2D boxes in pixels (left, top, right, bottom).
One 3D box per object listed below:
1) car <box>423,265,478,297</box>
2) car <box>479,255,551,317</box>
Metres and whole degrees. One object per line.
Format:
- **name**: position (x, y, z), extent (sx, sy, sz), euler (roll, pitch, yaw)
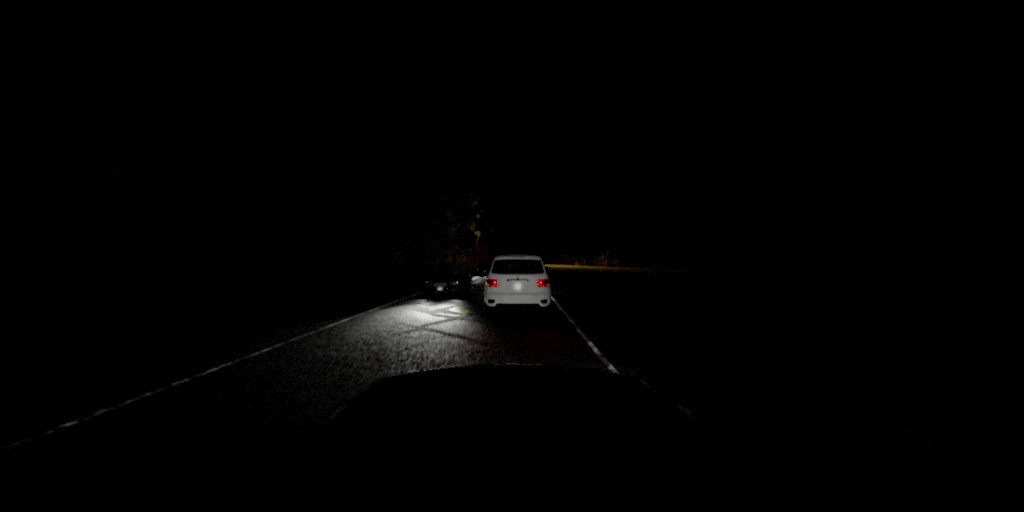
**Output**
- **car**: position (-3.264, 1.248, 18.902), extent (2.128, 1.511, 4.902), euler (0, 0, 1)
- **car**: position (0.215, 0.974, 13.404), extent (2.150, 2.045, 5.566), euler (0, 0, 1)
